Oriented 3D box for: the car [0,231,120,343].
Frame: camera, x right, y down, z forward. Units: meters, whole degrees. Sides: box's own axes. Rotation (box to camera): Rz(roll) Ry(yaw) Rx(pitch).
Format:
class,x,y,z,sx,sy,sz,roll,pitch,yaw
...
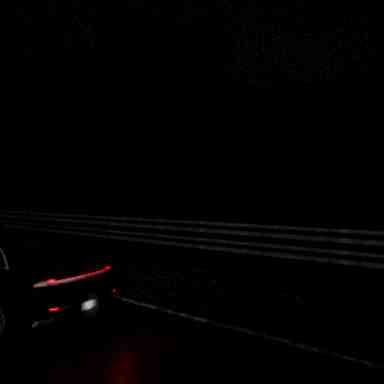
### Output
class,x,y,z,sx,sy,sz,roll,pitch,yaw
car,-3.557,1.533,6.535,4.902,1.511,2.128,0,0,36
